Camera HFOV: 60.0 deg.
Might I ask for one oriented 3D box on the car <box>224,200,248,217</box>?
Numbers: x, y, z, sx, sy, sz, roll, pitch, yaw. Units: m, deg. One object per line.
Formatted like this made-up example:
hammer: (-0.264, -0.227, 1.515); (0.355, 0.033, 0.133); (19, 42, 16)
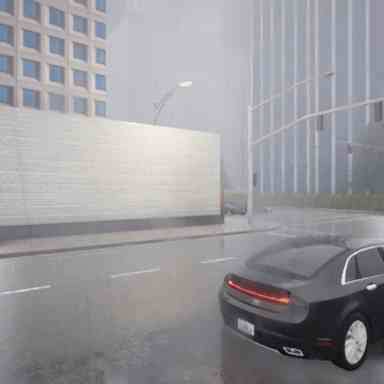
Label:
car: (3.261, 1.548, 32.103); (1.837, 1.490, 4.892); (0, 0, -36)

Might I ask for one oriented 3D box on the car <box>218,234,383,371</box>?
car: (2.682, 1.502, 5.712); (4.892, 1.490, 1.837); (0, 0, -35)

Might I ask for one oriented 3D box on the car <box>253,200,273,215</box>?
car: (6.056, 1.533, 34.213); (2.128, 1.511, 4.902); (0, 0, -36)
